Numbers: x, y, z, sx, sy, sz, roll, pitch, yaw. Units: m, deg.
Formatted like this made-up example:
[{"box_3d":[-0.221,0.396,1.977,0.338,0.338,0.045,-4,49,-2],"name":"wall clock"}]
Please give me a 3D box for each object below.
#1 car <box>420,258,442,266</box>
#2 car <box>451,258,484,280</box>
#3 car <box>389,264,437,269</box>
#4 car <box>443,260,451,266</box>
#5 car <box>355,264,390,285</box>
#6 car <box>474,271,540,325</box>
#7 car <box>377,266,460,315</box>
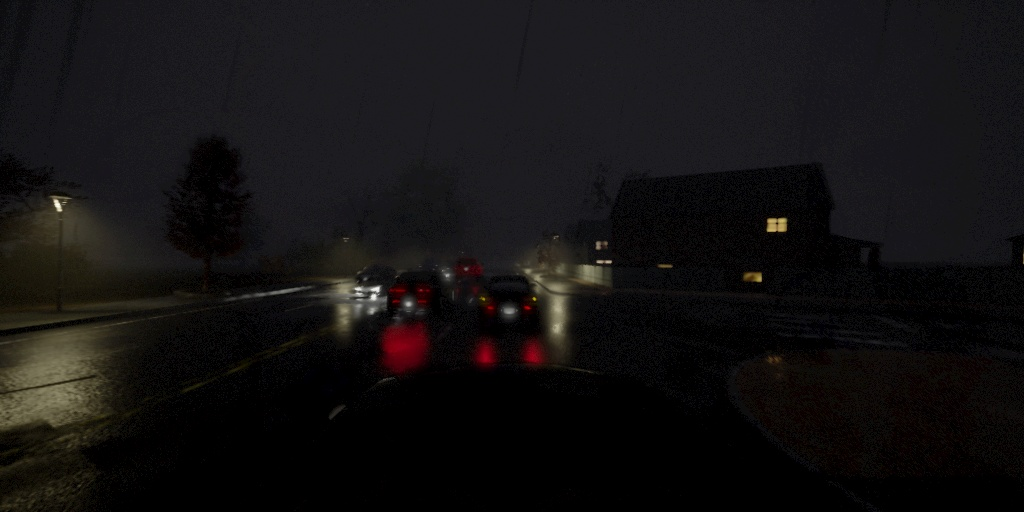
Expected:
[{"box_3d":[-10.704,1.244,47.332,2.150,2.045,5.566,0,-1,-1],"name":"car"},{"box_3d":[-3.740,1.176,31.893,2.150,2.045,5.566,0,0,-1],"name":"car"},{"box_3d":[-7.084,1.493,26.236,1.895,1.301,4.718,0,0,-1],"name":"car"},{"box_3d":[-7.449,1.545,46.962,1.837,1.490,4.892,0,-1,-1],"name":"car"},{"box_3d":[-10.358,1.374,27.658,2.128,1.511,4.902,0,0,-1],"name":"car"},{"box_3d":[-0.107,1.355,12.124,1.812,1.442,4.674,0,0,-1],"name":"car"},{"box_3d":[-3.406,1.328,14.085,1.837,1.490,4.892,0,0,-1],"name":"car"}]
